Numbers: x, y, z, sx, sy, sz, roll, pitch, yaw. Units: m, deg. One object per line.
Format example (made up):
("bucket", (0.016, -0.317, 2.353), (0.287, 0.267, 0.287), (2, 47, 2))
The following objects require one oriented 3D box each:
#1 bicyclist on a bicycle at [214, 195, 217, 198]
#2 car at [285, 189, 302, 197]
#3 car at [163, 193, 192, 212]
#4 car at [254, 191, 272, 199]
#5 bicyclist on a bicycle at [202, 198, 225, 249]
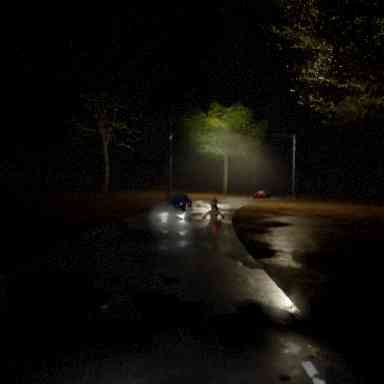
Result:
("bicyclist on a bicycle", (1.494, 0.967, 21.555), (0.866, 1.612, 1.509), (0, 1, 7))
("car", (21.483, 0.209, 70.247), (1.837, 1.490, 4.892), (3, 2, 42))
("car", (-1.182, 0.872, 29.287), (1.812, 1.442, 4.674), (1, 1, 12))
("car", (11.850, 0.456, 55.579), (1.994, 1.385, 4.181), (2, 2, 29))
("bicyclist on a bicycle", (0.786, 1.165, 11.966), (0.866, 1.612, 1.509), (-1, 1, 1))
